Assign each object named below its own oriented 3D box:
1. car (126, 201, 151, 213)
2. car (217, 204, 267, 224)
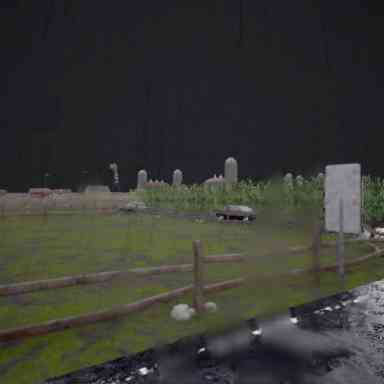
[{"bbox_3d":[-7.305,2.036,44.927,2.128,1.511,4.902,0,-1,-35],"label":"car"},{"bbox_3d":[4.224,1.857,28.661,1.882,1.535,5.008,0,-1,-35],"label":"car"}]
